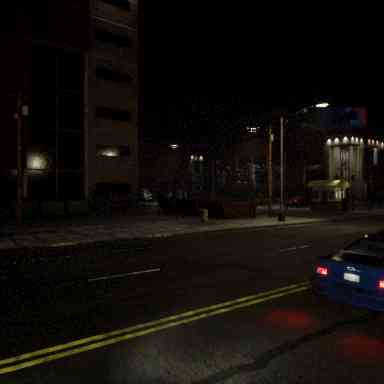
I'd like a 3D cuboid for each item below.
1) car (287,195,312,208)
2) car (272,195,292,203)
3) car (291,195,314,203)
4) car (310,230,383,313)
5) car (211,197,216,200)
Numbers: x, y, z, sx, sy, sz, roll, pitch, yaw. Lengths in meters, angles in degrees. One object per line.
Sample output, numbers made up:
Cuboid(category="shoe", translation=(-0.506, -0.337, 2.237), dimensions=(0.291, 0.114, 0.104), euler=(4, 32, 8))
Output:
Cuboid(category="car", translation=(14.835, 1.254, 45.971), dimensions=(4.553, 1.767, 2.185), euler=(0, 0, -36))
Cuboid(category="car", translation=(18.744, 1.452, 69.049), dimensions=(3.806, 1.475, 1.970), euler=(0, 0, -36))
Cuboid(category="car", translation=(21.667, 1.420, 65.059), dimensions=(4.674, 1.452, 2.002), euler=(0, 0, -36))
Cuboid(category="car", translation=(4.852, 1.547, 7.292), dimensions=(5.357, 1.411, 2.033), euler=(0, 0, -35))
Cuboid(category="car", translation=(4.040, 1.575, 60.500), dimensions=(4.718, 1.301, 1.895), euler=(0, 0, -36))
